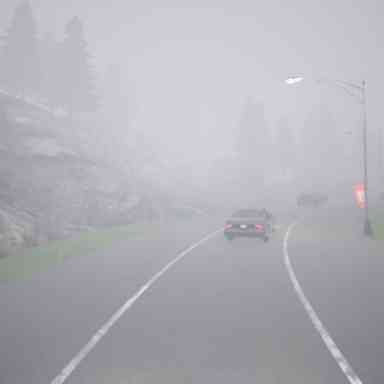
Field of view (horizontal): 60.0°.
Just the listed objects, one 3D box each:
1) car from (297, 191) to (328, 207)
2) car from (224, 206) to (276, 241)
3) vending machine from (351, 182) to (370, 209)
[{"bbox_3d":[11.777,0.619,32.334,2.128,1.511,4.902,-3,1,37],"label":"car"},{"bbox_3d":[2.876,1.385,15.862,2.033,1.411,5.357,-1,1,18],"label":"car"},{"bbox_3d":[14.139,0.301,27.874,1.100,2.100,0.880,-9,-9,35],"label":"vending machine"}]
